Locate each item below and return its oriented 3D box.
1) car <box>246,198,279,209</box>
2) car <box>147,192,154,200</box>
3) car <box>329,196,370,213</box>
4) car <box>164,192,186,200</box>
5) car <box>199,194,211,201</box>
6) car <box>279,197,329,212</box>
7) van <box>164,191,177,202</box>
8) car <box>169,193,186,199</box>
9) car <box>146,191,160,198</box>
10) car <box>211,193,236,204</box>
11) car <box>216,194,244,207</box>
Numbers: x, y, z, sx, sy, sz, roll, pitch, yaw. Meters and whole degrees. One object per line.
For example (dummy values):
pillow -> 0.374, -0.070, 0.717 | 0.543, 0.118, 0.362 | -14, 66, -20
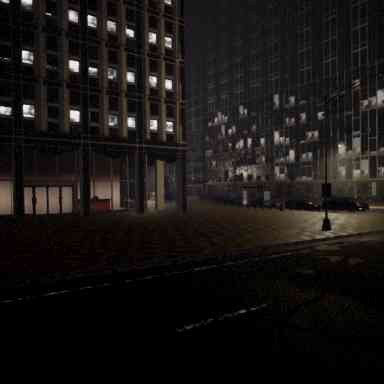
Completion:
car -> 8.951, 1.386, 40.941 | 1.802, 1.307, 4.206 | -1, 1, -34
car -> -10.260, 1.038, 69.113 | 2.008, 1.369, 4.403 | 0, 1, -34
car -> 16.203, 1.194, 35.135 | 2.097, 1.767, 4.553 | -1, 1, -34
car -> -3.286, 0.734, 63.686 | 1.895, 1.301, 4.718 | -1, 1, -34
car -> 3.083, 1.041, 64.485 | 1.802, 1.307, 4.206 | -1, 1, -34
car -> 12.155, 1.422, 36.243 | 1.947, 1.339, 4.313 | -1, 1, -34
van -> -3.825, 0.936, 59.740 | 1.690, 1.788, 3.998 | 0, 1, -34
car -> -3.351, 0.934, 73.856 | 1.802, 1.307, 4.206 | 0, 1, -34
car -> -9.787, 0.684, 83.224 | 1.967, 1.590, 4.097 | 0, 1, -34
car -> 5.333, 1.231, 50.983 | 1.994, 1.385, 4.181 | -1, 1, -34
car -> 5.782, 1.318, 45.658 | 1.947, 1.339, 4.313 | -1, 1, -34
